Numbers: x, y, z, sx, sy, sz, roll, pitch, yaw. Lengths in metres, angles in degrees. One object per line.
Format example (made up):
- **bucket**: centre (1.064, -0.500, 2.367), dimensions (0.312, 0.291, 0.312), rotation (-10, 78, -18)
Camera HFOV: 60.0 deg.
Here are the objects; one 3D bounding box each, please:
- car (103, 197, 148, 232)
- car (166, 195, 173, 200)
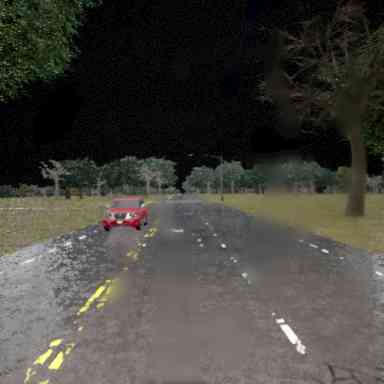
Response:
- **car**: centre (-4.163, 1.348, 21.624), dimensions (2.150, 2.045, 5.566), rotation (-1, 0, -2)
- **car**: centre (-6.265, 1.478, 94.603), dimensions (2.128, 1.511, 4.902), rotation (-1, 0, -2)
